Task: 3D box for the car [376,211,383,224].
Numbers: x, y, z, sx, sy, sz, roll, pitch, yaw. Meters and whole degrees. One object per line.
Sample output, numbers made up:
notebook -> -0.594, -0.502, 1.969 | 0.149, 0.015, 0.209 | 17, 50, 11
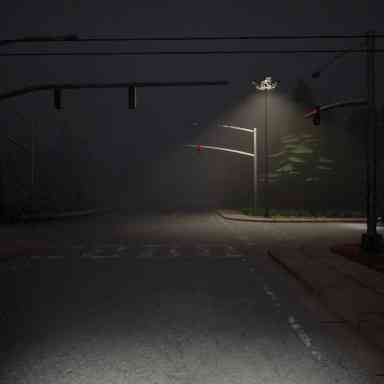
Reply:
car -> 14.896, 1.513, 22.121 | 4.892, 1.490, 1.837 | 0, 0, 1
